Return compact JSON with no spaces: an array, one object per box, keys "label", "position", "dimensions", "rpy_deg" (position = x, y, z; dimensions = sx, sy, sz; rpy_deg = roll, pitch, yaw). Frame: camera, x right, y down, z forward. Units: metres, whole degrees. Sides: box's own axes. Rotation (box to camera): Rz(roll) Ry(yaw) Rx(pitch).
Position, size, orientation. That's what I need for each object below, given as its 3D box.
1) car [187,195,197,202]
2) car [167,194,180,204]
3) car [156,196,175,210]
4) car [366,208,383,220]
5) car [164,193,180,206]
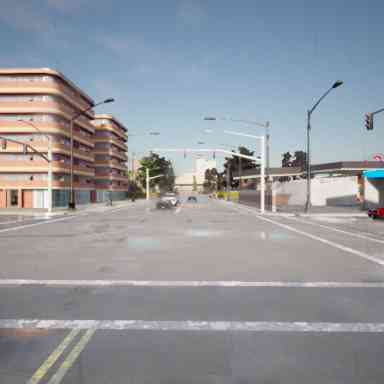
[{"label":"car","position":[0.039,1.339,70.762],"dimensions":[1.812,1.442,4.674],"rpy_deg":[0,0,0]},{"label":"car","position":[-3.517,1.351,63.827],"dimensions":[2.097,1.767,4.553],"rpy_deg":[0,0,0]},{"label":"car","position":[-3.575,1.601,43.233],"dimensions":[1.895,1.301,4.718],"rpy_deg":[0,0,0]},{"label":"car","position":[16.549,1.601,26.377],"dimensions":[4.718,1.301,1.895],"rpy_deg":[0,0,1]},{"label":"car","position":[-3.563,1.221,53.256],"dimensions":[2.150,2.045,5.566],"rpy_deg":[0,0,0]}]
